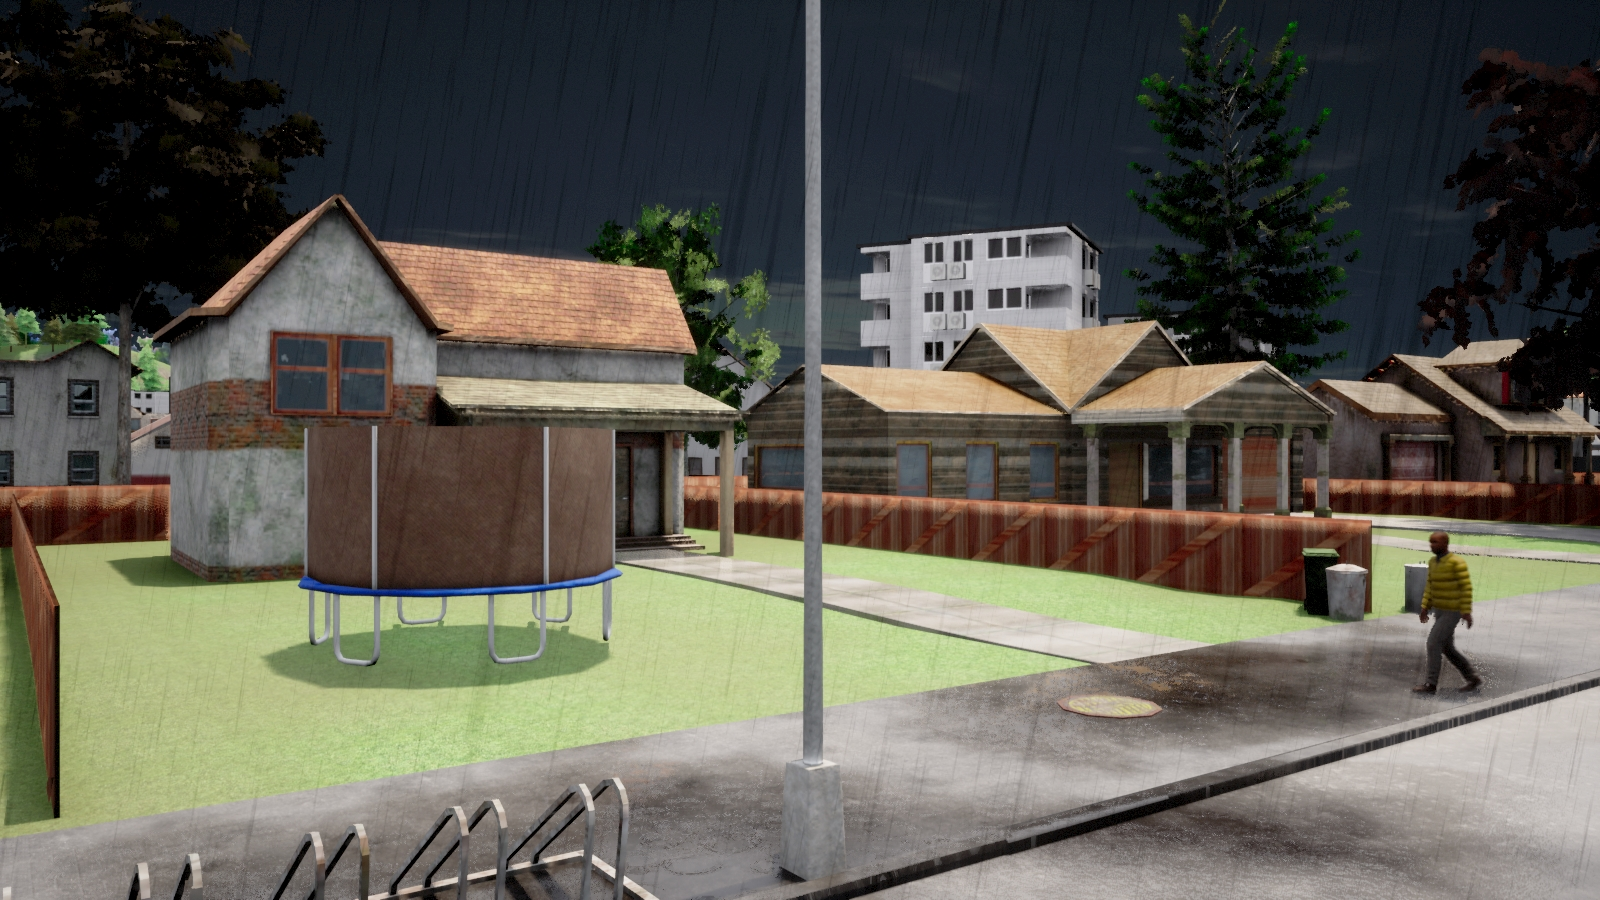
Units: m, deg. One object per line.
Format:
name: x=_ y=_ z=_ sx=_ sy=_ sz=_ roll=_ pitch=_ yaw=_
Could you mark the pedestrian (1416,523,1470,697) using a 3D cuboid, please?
pedestrian: x=7.070 y=1.746 z=12.565 sx=0.375 sy=1.860 sz=0.375 roll=0 pitch=0 yaw=-2
